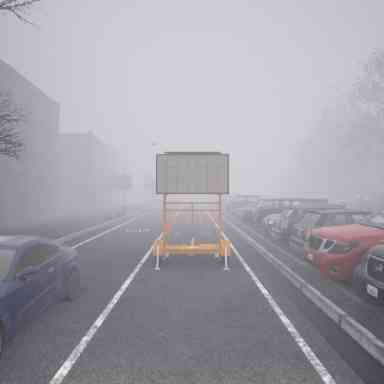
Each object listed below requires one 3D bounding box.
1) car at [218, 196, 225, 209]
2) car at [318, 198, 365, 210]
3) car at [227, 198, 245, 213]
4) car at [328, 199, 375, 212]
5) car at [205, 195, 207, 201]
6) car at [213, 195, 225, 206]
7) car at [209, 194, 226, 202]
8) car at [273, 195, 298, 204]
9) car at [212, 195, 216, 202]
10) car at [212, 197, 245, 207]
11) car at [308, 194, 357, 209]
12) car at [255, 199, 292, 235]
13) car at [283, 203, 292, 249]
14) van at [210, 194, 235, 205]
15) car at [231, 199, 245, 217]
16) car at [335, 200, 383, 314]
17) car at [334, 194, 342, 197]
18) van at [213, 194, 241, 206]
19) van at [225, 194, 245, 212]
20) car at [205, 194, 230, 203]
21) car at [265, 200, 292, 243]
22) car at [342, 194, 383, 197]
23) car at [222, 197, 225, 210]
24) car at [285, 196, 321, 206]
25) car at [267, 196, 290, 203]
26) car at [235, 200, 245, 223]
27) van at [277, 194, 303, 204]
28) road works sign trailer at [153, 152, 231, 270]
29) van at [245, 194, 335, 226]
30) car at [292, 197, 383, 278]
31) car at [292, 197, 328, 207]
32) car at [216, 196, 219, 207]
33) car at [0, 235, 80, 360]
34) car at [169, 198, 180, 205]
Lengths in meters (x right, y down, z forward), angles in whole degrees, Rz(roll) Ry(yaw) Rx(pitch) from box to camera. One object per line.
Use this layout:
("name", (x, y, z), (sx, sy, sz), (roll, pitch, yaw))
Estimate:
("car", (5.892, 1.489, 36.161), (5.366, 1.575, 1.946), (0, 0, 0))
("car", (18.785, 1.501, 41.944), (5.008, 1.535, 2.097), (0, 0, 0))
("car", (5.671, 1.519, 27.752), (4.792, 1.488, 2.163), (0, 0, 0))
("car", (18.786, 1.536, 39.283), (4.674, 1.452, 2.002), (0, 0, 0))
("car", (5.766, 1.334, 66.994), (5.566, 2.045, 2.435), (0, 0, 0))
("car", (5.684, 1.534, 44.569), (4.792, 1.488, 2.163), (0, 0, 0))
("car", (5.746, 1.271, 50.175), (5.566, 2.045, 2.435), (0, 0, 0))
("car", (18.787, 1.460, 67.008), (4.553, 1.767, 2.185), (0, 0, 0))
("car", (5.711, 1.514, 47.367), (4.892, 1.521, 2.231), (0, 0, 0))
("car", (5.714, 1.532, 52.978), (5.008, 1.535, 2.097), (0, 0, 0))
("car", (18.764, 1.255, 44.731), (5.566, 2.045, 2.435), (0, 0, 0))
("car", (5.722, 1.361, 16.539), (4.553, 1.767, 2.185), (0, 0, 0))
("car", (5.655, 1.359, 10.932), (4.553, 1.767, 2.185), (0, 0, 0))
("van", (5.613, 1.336, 61.390), (4.442, 1.987, 1.878), (0, 0, 0))
("car", (5.668, 1.518, 24.948), (4.792, 1.488, 2.163), (0, 0, 0))
("car", (5.654, 1.232, 5.326), (5.566, 2.045, 2.435), (0, 0, 0))
("car", (18.757, 1.242, 36.375), (5.566, 2.045, 2.435), (0, 0, 0))
("van", (5.838, 1.316, 55.782), (4.442, 1.987, 1.878), (0, 0, 0))
("van", (5.585, 1.265, 30.555), (4.442, 1.987, 1.878), (0, 0, 0))
("car", (5.786, 1.388, 75.404), (5.566, 2.045, 2.435), (0, 0, 0))
("car", (5.657, 1.360, 13.736), (4.553, 1.767, 2.185), (0, 0, 0))
("car", (18.756, 1.241, 33.714), (5.566, 2.045, 2.435), (0, 0, 0))
("car", (5.733, 1.521, 33.358), (4.792, 1.488, 2.163), (0, 0, 0))
("car", (18.616, 1.541, 55.870), (5.366, 1.575, 1.946), (0, 0, 0))
("car", (18.832, 1.658, 72.575), (4.674, 1.452, 2.002), (0, 0, 0))
("car", (5.690, 1.488, 22.145), (5.008, 1.535, 2.097), (0, 0, 0))
("van", (18.929, 1.347, 64.228), (4.442, 1.987, 1.878), (0, 0, 0))
("road works sign trailer", (0.015, 0.473, 11.049), (2.380, 3.560, 2.880), (0, 0, 1))
("van", (5.577, 1.261, 19.342), (4.442, 1.987, 1.878), (0, 0, 0))
("car", (5.656, 1.232, 8.129), (5.566, 2.045, 2.435), (0, 0, 0))
("car", (18.794, 1.534, 53.083), (5.008, 1.535, 2.097), (0, 0, 0))
("car", (5.703, 1.494, 38.962), (5.008, 1.535, 2.097), (0, 0, 0))
("car", (-3.338, 1.531, 5.569), (1.812, 1.442, 4.674), (0, 0, 0))
("car", (-3.119, 1.695, 60.915), (1.895, 1.301, 4.718), (0, 0, 0))
